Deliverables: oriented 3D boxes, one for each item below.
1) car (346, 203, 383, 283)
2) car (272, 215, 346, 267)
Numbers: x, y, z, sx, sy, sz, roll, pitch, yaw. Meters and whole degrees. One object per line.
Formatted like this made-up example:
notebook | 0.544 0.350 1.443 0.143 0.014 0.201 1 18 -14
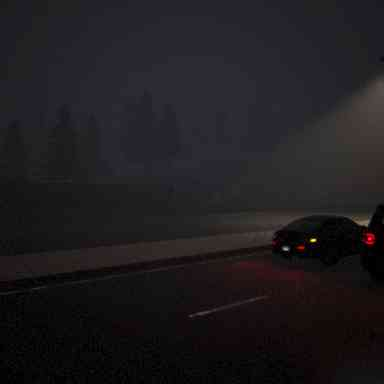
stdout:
car | 6.495 1.222 8.380 5.566 2.045 2.150 0 0 -35
car | 4.711 1.525 11.406 4.674 1.442 1.812 0 0 -35
